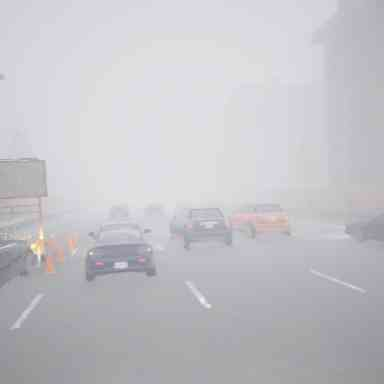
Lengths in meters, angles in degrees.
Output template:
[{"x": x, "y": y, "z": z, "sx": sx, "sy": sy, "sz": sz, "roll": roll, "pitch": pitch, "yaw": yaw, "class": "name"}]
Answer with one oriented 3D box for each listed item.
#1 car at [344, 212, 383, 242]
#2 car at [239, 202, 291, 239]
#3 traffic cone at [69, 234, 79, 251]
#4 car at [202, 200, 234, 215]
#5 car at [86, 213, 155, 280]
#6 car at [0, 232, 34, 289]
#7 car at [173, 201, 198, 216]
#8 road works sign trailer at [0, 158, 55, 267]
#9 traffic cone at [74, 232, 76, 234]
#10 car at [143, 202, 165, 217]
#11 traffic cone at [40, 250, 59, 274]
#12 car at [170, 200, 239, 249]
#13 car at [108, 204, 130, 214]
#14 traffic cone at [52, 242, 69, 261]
[{"x": 8.082, "y": 1.343, "z": 12.364, "sx": 2.033, "sy": 1.411, "sz": 5.357, "roll": -2, "pitch": 0, "yaw": -12, "class": "car"}, {"x": 3.332, "y": 1.330, "z": 17.644, "sx": 2.097, "sy": 1.767, "sz": 4.553, "roll": -2, "pitch": 0, "yaw": -12, "class": "car"}, {"x": -5.127, "y": 2.193, "z": 14.064, "sx": 0.340, "sy": 0.580, "sz": 0.340, "roll": -2, "pitch": -2, "yaw": -2, "class": "traffic cone"}, {"x": 2.758, "y": 1.642, "z": 36.592, "sx": 2.033, "sy": 1.411, "sz": 5.357, "roll": -2, "pitch": 0, "yaw": -12, "class": "car"}, {"x": -2.241, "y": 1.653, "z": 10.435, "sx": 1.812, "sy": 1.442, "sz": 4.674, "roll": -2, "pitch": 0, "yaw": -12, "class": "car"}, {"x": -5.368, "y": 1.704, "z": 8.166, "sx": 2.128, "sy": 1.511, "sz": 4.902, "roll": -2, "pitch": 0, "yaw": -12, "class": "car"}, {"x": -0.764, "y": 1.735, "z": 36.349, "sx": 1.812, "sy": 1.442, "sz": 4.674, "roll": -2, "pitch": 0, "yaw": -12, "class": "car"}, {"x": -6.331, "y": 0.615, "z": 11.818, "sx": 2.380, "sy": 3.560, "sz": 2.880, "roll": -3, "pitch": 4, "yaw": -14, "class": "road works sign trailer"}, {"x": -5.597, "y": 2.222, "z": 15.928, "sx": 0.340, "sy": 0.580, "sz": 0.340, "roll": -2, "pitch": 0, "yaw": -12, "class": "traffic cone"}, {"x": -3.934, "y": 1.812, "z": 34.445, "sx": 1.837, "sy": 1.490, "sz": 4.892, "roll": -2, "pitch": 0, "yaw": -12, "class": "car"}, {"x": -4.309, "y": 2.150, "z": 10.068, "sx": 0.340, "sy": 0.580, "sz": 0.340, "roll": -2, "pitch": 0, "yaw": -12, "class": "traffic cone"}, {"x": 0.248, "y": 1.421, "z": 15.392, "sx": 2.097, "sy": 1.767, "sz": 4.553, "roll": -2, "pitch": 0, "yaw": -12, "class": "car"}, {"x": -7.123, "y": 1.909, "z": 32.653, "sx": 1.837, "sy": 1.490, "sz": 4.892, "roll": -2, "pitch": 0, "yaw": -12, "class": "car"}, {"x": -4.738, "y": 2.174, "z": 12.022, "sx": 0.340, "sy": 0.580, "sz": 0.340, "roll": -2, "pitch": 0, "yaw": -12, "class": "traffic cone"}]
